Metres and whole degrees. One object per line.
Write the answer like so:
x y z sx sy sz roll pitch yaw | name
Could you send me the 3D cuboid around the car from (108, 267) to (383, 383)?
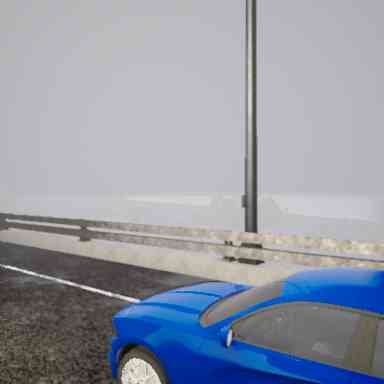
1.362 1.479 3.030 5.008 1.535 1.882 0 0 36 | car
